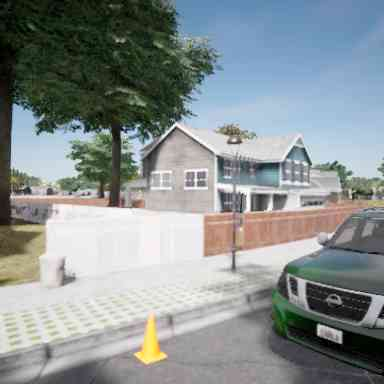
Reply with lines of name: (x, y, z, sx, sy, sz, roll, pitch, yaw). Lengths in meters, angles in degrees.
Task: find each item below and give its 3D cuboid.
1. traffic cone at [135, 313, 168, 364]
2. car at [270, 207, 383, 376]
traffic cone: (-0.567, 1.989, 4.631, 0.340, 0.580, 0.340, 1, -1, -38)
car: (3.660, 1.304, 5.618, 5.566, 2.045, 2.150, 1, -1, -41)
